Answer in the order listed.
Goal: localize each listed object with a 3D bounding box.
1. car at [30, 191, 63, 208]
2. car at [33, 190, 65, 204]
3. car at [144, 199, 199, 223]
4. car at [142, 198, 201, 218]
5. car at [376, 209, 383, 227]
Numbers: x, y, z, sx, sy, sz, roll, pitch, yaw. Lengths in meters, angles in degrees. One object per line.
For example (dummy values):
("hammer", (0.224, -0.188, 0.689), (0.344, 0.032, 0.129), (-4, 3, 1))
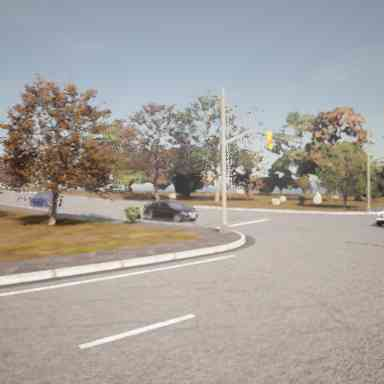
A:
("car", (-16.429, 0.958, 37.235), (4.674, 1.442, 1.812), (3, 3, 39))
("car", (-18.781, 0.629, 43.706), (4.892, 1.490, 1.837), (3, 3, 40))
("car", (-1.638, 1.434, 25.093), (4.674, 1.442, 1.812), (1, 1, 40))
("car", (-1.948, 1.371, 29.882), (5.357, 1.411, 2.033), (1, 1, 39))
("car", (12.940, 1.428, 20.590), (1.895, 1.301, 4.718), (0, 1, 43))
